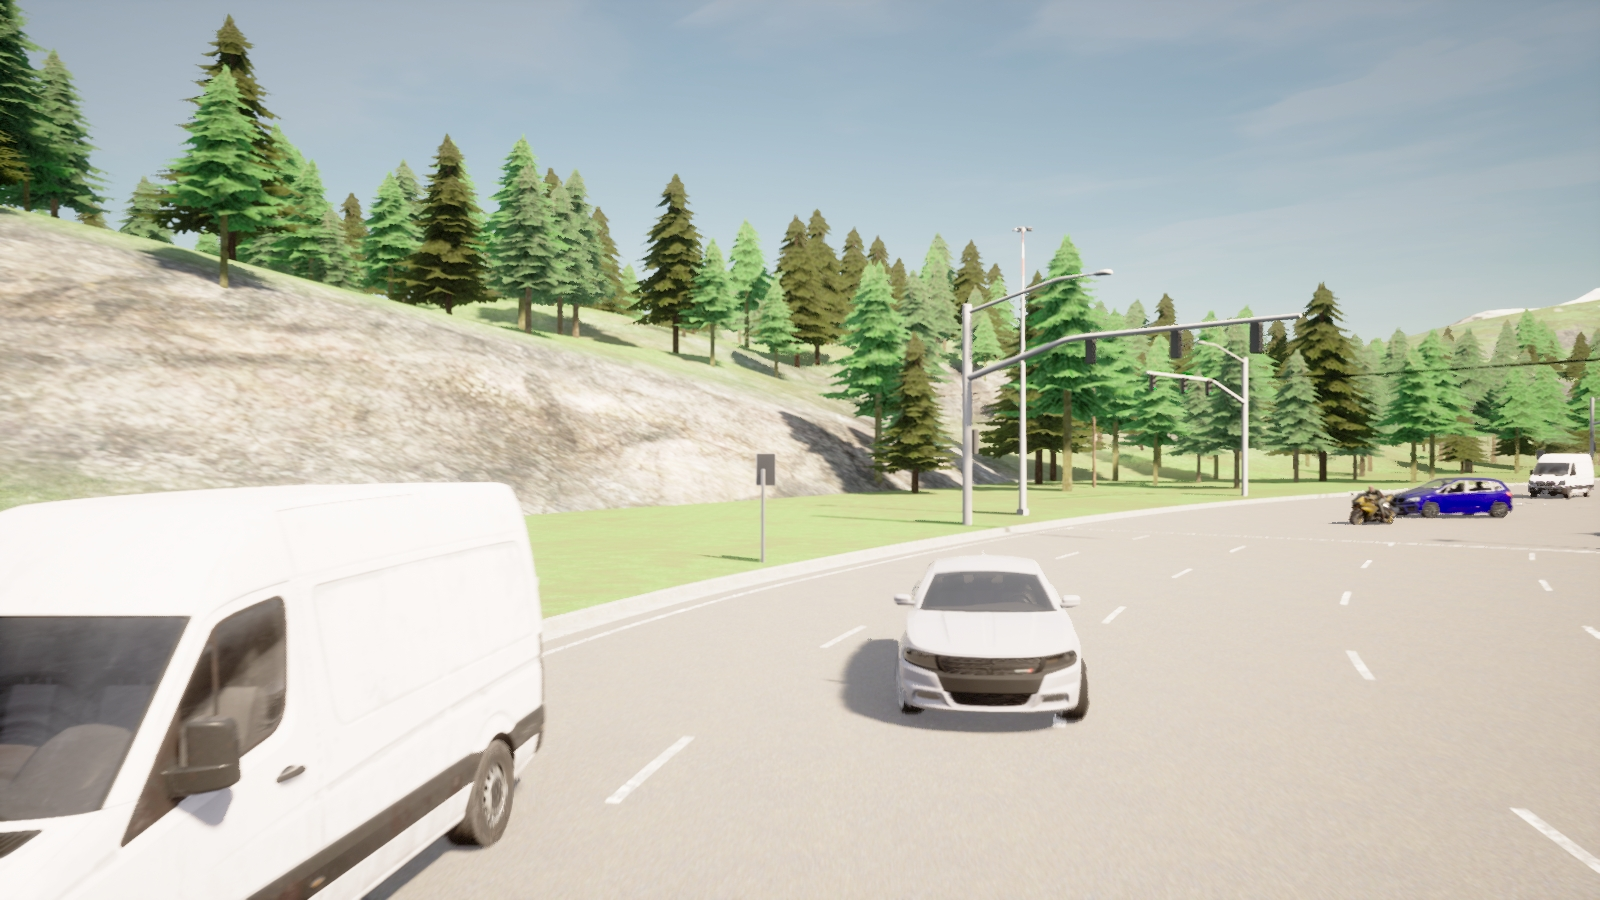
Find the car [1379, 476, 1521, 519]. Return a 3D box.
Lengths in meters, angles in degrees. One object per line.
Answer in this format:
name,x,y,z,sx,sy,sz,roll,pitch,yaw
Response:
car,26.810,1.953,47.232,4.611,1.667,2.242,0,0,-5

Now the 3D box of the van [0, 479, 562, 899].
van,-3.334,1.531,6.532,1.988,2.561,5.915,-1,0,7

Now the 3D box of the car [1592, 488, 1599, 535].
car,28.446,2.029,36.720,4.514,1.525,2.007,0,0,7

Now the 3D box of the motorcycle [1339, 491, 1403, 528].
motorcycle,21.136,2.191,42.288,2.209,1.251,0.867,0,2,-23

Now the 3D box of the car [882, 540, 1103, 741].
car,2.197,2.029,13.549,2.097,1.535,5.006,-1,0,8
